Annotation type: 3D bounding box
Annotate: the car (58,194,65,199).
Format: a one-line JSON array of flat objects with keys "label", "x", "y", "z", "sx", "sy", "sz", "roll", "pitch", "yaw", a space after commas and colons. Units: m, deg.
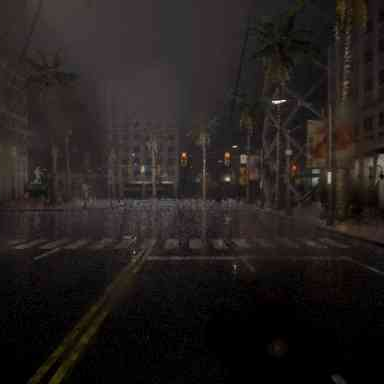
[{"label": "car", "x": -33.034, "y": 1.352, "z": 84.478, "sx": 4.553, "sy": 1.767, "sz": 2.097, "roll": 0, "pitch": 0, "yaw": 16}]
